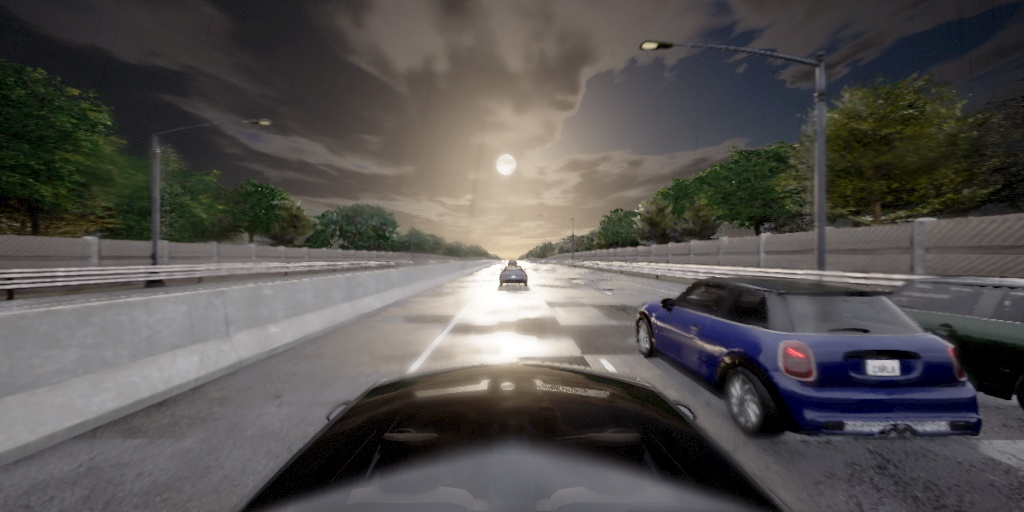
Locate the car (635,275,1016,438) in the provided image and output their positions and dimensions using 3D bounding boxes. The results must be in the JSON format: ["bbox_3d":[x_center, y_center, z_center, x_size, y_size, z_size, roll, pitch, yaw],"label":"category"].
[{"bbox_3d":[3.601,1.104,5.601,2.097,1.767,4.553,0,0,0],"label":"car"}]

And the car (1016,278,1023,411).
[{"bbox_3d":[7.100,1.105,5.592,2.097,1.767,4.553,0,0,0],"label":"car"}]

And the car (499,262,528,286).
[{"bbox_3d":[0.103,1.356,25.815,1.994,1.385,4.181,0,0,0],"label":"car"}]
